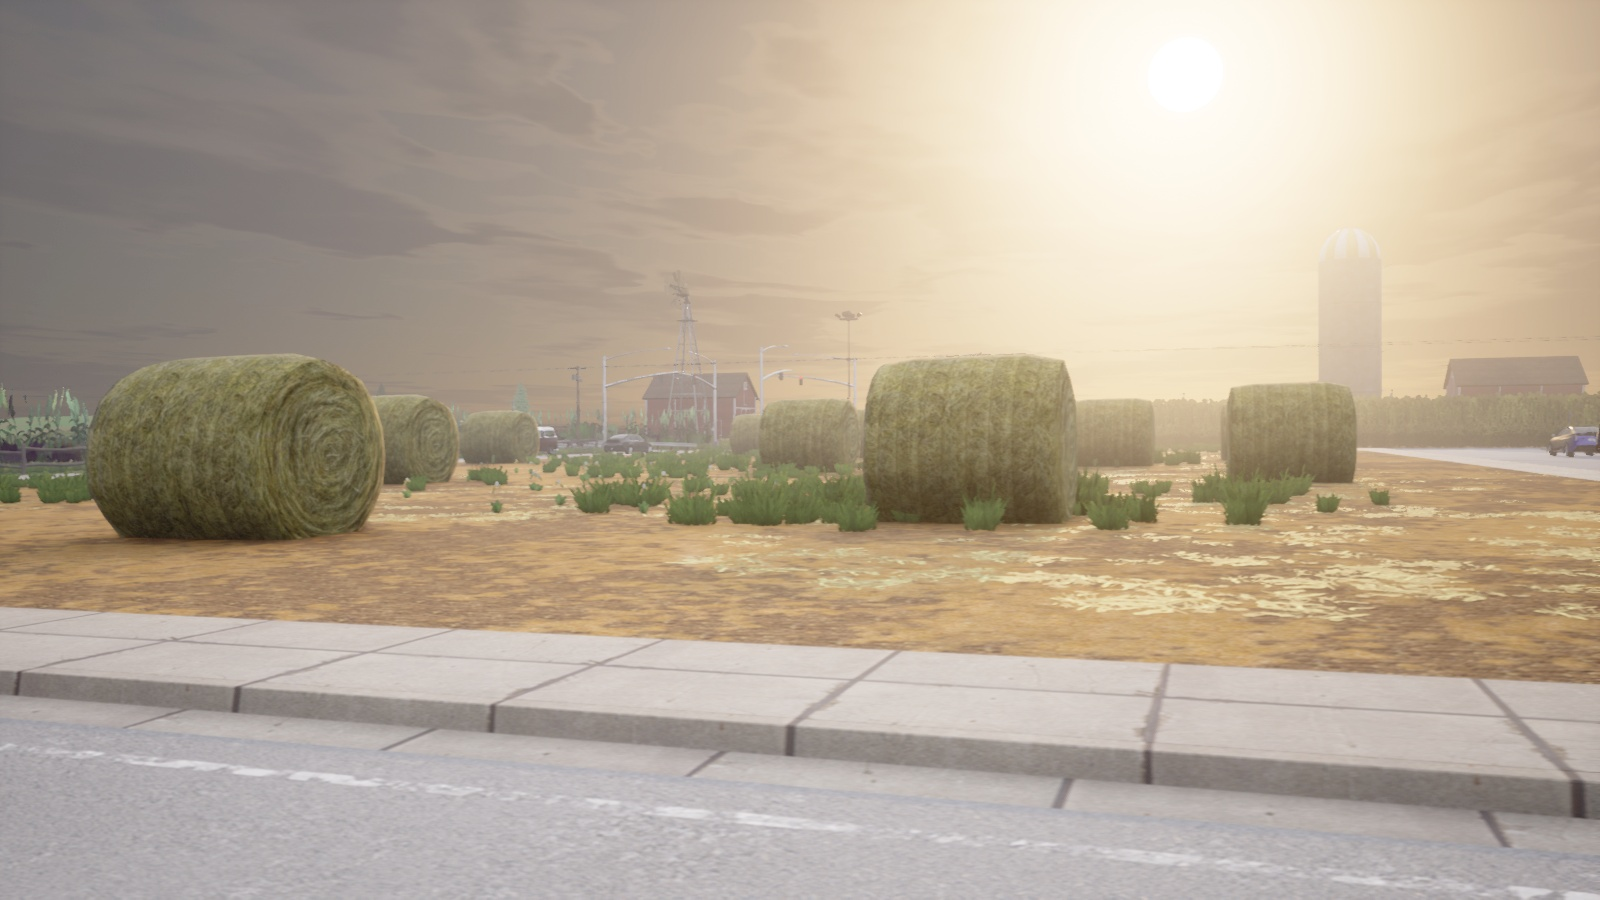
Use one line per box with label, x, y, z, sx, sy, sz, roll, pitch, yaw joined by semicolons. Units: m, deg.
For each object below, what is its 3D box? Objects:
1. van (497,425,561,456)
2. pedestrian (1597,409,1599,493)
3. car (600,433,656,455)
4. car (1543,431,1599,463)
van;-18.055;-0.666;83.926;2.069;2.038;4.480;0;1;21
pedestrian;18.840;0.020;29.210;0.423;1.949;0.788;0;1;28
car;-12.192;-0.468;89.297;1.837;1.490;4.892;0;1;21
car;38.398;-0.185;61.962;2.007;1.525;4.514;0;1;18
